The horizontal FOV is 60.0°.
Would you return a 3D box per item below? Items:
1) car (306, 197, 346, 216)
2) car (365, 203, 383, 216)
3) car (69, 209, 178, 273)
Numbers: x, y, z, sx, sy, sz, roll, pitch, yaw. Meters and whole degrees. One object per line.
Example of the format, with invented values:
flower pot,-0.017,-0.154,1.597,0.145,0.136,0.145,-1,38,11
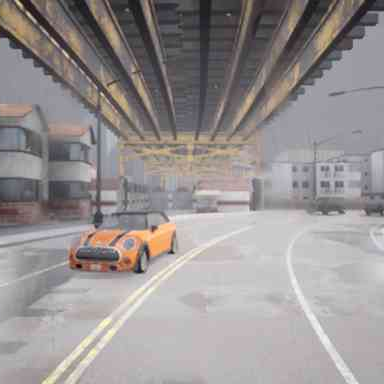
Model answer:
car,15.299,1.607,37.881,5.566,2.045,2.150,2,-2,-37
car,21.563,1.950,37.514,4.902,1.511,2.128,2,-2,-32
car,-2.008,1.410,10.977,2.097,1.767,4.553,0,0,14
